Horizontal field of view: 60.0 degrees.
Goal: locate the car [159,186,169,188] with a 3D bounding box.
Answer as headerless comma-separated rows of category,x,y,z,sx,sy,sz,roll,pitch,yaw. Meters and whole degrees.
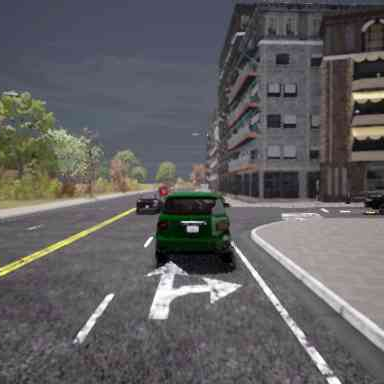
car,-4.531,0.043,55.140,2.150,2.045,5.566,0,1,-2

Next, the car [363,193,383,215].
car,13.800,0.680,21.419,4.902,1.511,2.128,-1,1,18

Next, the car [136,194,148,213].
car,-3.533,0.884,28.016,2.128,1.511,4.902,0,1,-2

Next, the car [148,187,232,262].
car,0.120,0.975,11.220,2.150,2.045,5.566,0,2,2
